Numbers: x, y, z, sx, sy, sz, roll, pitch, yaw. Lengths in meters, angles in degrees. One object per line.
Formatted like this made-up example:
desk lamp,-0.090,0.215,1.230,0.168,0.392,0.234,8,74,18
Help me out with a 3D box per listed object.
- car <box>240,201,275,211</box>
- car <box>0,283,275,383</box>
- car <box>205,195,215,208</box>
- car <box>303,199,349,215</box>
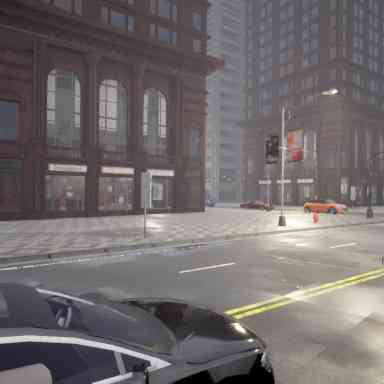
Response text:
car,8.601,1.818,43.934,1.895,1.301,4.718,1,-1,-35
car,-1.456,1.492,2.400,4.902,1.511,2.128,0,0,-35
car,1.438,1.496,54.048,2.150,2.045,5.566,1,-1,-35
car,14.380,1.523,35.802,2.097,1.767,4.553,1,-1,-35
